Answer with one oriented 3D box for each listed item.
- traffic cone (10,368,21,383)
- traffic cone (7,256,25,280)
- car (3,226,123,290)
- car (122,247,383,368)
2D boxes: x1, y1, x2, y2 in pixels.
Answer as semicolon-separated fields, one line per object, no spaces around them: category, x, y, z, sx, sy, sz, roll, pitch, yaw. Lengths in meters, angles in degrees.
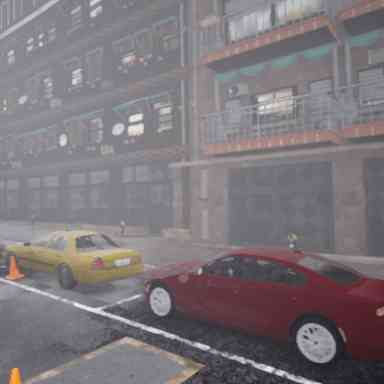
traffic cone;-1.693;1.989;3.178;0.340;0.580;0.340;0;-1;37
traffic cone;-4.820;2.024;9.030;0.340;0.580;0.340;0;6;38
car;-3.481;1.622;9.205;4.829;1.417;1.752;0;-2;37
car;1.087;1.626;5.792;4.507;1.381;1.887;0;-2;37
